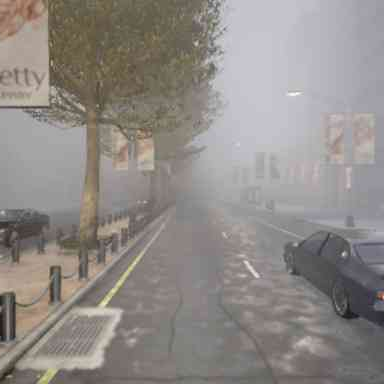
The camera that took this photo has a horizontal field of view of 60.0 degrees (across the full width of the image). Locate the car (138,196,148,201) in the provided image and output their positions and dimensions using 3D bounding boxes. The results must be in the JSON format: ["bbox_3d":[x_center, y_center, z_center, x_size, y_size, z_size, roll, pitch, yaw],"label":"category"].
[{"bbox_3d":[-12.026,1.528,81.562,1.895,1.301,4.718,0,0,0],"label":"car"}]

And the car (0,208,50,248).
[{"bbox_3d":[-8.159,1.520,15.103,2.128,1.511,4.902,0,0,0],"label":"car"}]

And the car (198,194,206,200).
[{"bbox_3d":[2.907,1.356,91.633,1.994,1.385,4.181,0,0,0],"label":"car"}]

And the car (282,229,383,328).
[{"bbox_3d":[3.493,1.510,7.199,2.033,1.411,5.357,0,0,0],"label":"car"}]

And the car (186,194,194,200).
[{"bbox_3d":[-0.591,1.327,91.257,1.837,1.490,4.892,0,0,0],"label":"car"}]

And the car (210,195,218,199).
[{"bbox_3d":[6.141,1.377,93.961,1.895,1.301,4.718,0,0,-1],"label":"car"}]
